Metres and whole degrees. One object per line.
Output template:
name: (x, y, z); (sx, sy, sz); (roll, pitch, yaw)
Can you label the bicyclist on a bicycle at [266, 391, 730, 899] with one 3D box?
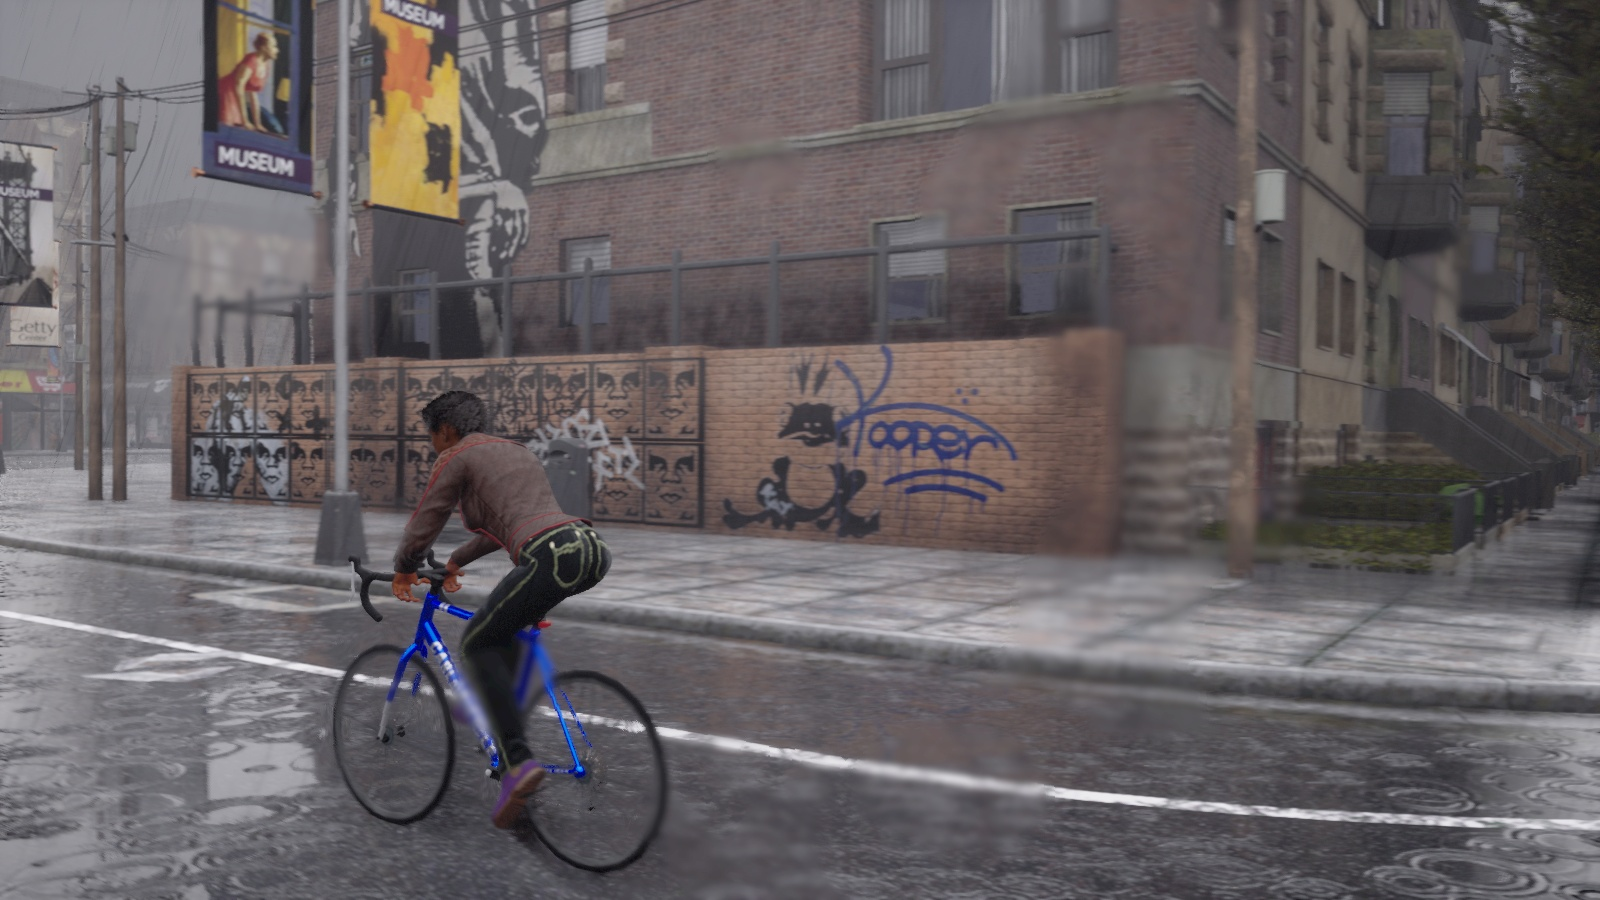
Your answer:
bicyclist on a bicycle: (-1.104, 0.633, 4.452); (1.656, 1.620, 0.582); (0, 1, 32)
